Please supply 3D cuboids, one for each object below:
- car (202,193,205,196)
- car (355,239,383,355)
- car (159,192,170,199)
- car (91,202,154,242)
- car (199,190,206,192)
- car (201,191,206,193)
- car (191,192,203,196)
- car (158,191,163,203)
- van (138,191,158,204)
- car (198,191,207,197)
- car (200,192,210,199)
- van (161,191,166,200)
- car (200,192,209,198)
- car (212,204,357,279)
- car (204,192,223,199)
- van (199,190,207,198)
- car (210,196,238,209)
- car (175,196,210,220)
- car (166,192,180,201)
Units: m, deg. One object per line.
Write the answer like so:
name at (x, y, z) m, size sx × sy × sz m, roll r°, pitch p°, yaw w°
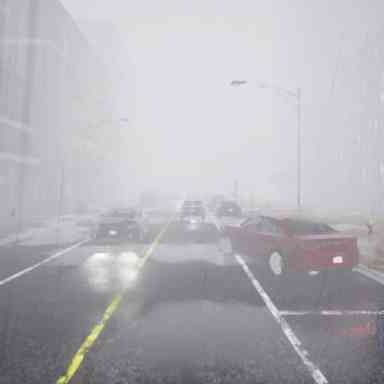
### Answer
car at (2.699, 1.047, 41.702) m, size 2.008 × 1.369 × 4.403 m, roll 0°, pitch 1°, yaw 0°
car at (3.140, 1.452, 1.906) m, size 1.882 × 1.535 × 5.008 m, roll 0°, pitch 1°, yaw 0°
car at (-5.679, 0.734, 69.316) m, size 2.008 × 1.369 × 4.403 m, roll 0°, pitch 1°, yaw 0°
car at (-3.097, 1.376, 14.991) m, size 1.994 × 1.385 × 4.181 m, roll 0°, pitch 1°, yaw 0°
car at (2.701, 0.746, 58.268) m, size 1.967 × 1.590 × 4.097 m, roll 0°, pitch 1°, yaw 0°
car at (2.699, 0.983, 47.226) m, size 2.008 × 1.369 × 4.403 m, roll 0°, pitch 1°, yaw 0°
car at (0.098, 1.085, 42.780) m, size 1.895 × 1.301 × 4.718 m, roll 0°, pitch 1°, yaw 0°
car at (-5.682, 0.977, 47.227) m, size 1.887 × 1.381 × 4.507 m, roll 0°, pitch 1°, yaw 0°
van at (-5.682, 0.838, 41.702) m, size 1.690 × 1.788 × 3.998 m, roll 0°, pitch 1°, yaw 0°
car at (2.703, 0.556, 85.882) m, size 2.008 × 1.369 × 4.403 m, roll 0°, pitch 1°, yaw 0°
car at (2.701, 0.749, 69.315) m, size 1.947 × 1.339 × 4.313 m, roll 0°, pitch 1°, yaw 0°
van at (-5.680, 0.647, 58.269) m, size 1.690 × 1.788 × 3.998 m, roll 0°, pitch 1°, yaw 0°
car at (2.702, 0.667, 74.837) m, size 1.887 × 1.381 × 4.507 m, roll 0°, pitch 1°, yaw 0°
car at (2.509, 1.352, 9.901) m, size 1.882 × 1.535 × 5.008 m, roll 0°, pitch 1°, yaw -19°
car at (2.699, 1.001, 36.178) m, size 1.967 × 1.590 × 4.097 m, roll 0°, pitch 1°, yaw 0°
van at (2.703, 0.405, 80.358) m, size 1.690 × 1.788 × 3.998 m, roll 0°, pitch 1°, yaw 0°
car at (2.697, 1.256, 25.135) m, size 1.947 × 1.339 × 4.313 m, roll 0°, pitch 1°, yaw 0°
car at (0.059, 1.241, 24.842) m, size 2.033 × 1.411 × 5.357 m, roll 0°, pitch 1°, yaw 0°
car at (-2.993, 0.877, 57.662) m, size 1.994 × 1.385 × 4.181 m, roll 0°, pitch 1°, yaw 0°
